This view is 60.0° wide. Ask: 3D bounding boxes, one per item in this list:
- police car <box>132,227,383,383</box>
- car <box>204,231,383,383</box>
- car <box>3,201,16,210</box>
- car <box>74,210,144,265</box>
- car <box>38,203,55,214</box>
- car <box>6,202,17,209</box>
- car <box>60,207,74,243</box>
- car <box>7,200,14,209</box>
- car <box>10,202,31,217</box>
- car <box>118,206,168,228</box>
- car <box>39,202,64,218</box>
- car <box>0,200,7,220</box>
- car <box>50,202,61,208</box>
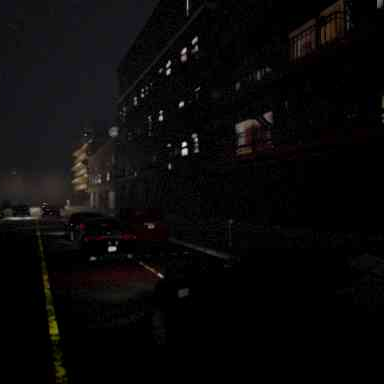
[{"bbox_3d":[0.978,1.483,3.928,1.930,1.638,5.238,0,-1,-25],"label":"police car"},{"bbox_3d":[2.122,1.635,6.014,2.008,1.369,4.403,0,-1,-26],"label":"car"},{"bbox_3d":[-34.664,2.582,63.385,1.967,1.590,4.097,0,-1,-26],"label":"car"},{"bbox_3d":[-3.407,1.699,12.864,1.882,1.535,5.008,0,-1,-21],"label":"car"},{"bbox_3d":[-21.857,2.421,49.824,2.033,1.411,5.357,0,-1,-26],"label":"car"},{"bbox_3d":[-37.099,2.775,68.467,1.887,1.381,4.507,0,-1,-26],"label":"car"},{"bbox_3d":[-5.851,1.818,18.237,1.837,1.490,4.892,0,-1,-28],"label":"car"},{"bbox_3d":[-32.228,2.368,58.306,2.192,1.841,5.009,0,-1,-26],"label":"car"},{"bbox_3d":[-20.712,2.252,40.494,1.812,1.442,4.674,0,-1,-26],"label":"car"},{"bbox_3d":[-2.749,1.580,16.183,2.192,1.841,5.009,0,-1,-26],"label":"car"},{"bbox_3d":[-16.463,2.167,38.620,2.128,1.511,4.902,0,-1,-25],"label":"car"},{"bbox_3d":[-20.051,1.922,32.895,2.192,1.841,5.009,0,-1,-26],"label":"car"},{"bbox_3d":[-29.540,2.792,72.084,1.887,1.381,4.507,0,-1,-26],"label":"car"}]
